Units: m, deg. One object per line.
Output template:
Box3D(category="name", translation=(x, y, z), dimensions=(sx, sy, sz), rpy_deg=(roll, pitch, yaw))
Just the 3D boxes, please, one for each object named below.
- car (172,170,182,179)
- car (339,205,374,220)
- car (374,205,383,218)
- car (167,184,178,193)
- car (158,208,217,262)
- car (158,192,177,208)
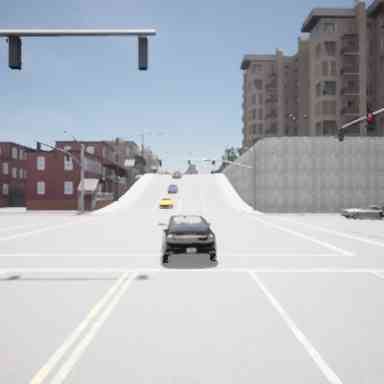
Box3D(category="car", translation=(-3.483, -4.154, 77.187), dimensions=(2.097, 1.767, 4.553), rpy_deg=(0, 11, 0))
Box3D(category="car", translation=(16.367, 1.881, 30.967), dimensions=(4.718, 1.301, 1.895), rpy_deg=(0, -1, 0))
Box3D(category="car", translation=(18.618, 1.470, 27.461), dimensions=(5.566, 2.045, 2.150), rpy_deg=(0, -1, 0))
Box3D(category="car", translation=(-3.527, -0.649, 61.126), dimensions=(1.812, 1.442, 4.674), rpy_deg=(0, 11, 1))
Box3D(category="car", translation=(-0.251, 1.609, 12.715), dimensions=(2.128, 1.511, 4.902), rpy_deg=(0, 0, -5))
Box3D(category="car", translation=(-3.573, 1.382, 46.491), dimensions=(1.882, 1.535, 5.008), rpy_deg=(0, 5, 0))
